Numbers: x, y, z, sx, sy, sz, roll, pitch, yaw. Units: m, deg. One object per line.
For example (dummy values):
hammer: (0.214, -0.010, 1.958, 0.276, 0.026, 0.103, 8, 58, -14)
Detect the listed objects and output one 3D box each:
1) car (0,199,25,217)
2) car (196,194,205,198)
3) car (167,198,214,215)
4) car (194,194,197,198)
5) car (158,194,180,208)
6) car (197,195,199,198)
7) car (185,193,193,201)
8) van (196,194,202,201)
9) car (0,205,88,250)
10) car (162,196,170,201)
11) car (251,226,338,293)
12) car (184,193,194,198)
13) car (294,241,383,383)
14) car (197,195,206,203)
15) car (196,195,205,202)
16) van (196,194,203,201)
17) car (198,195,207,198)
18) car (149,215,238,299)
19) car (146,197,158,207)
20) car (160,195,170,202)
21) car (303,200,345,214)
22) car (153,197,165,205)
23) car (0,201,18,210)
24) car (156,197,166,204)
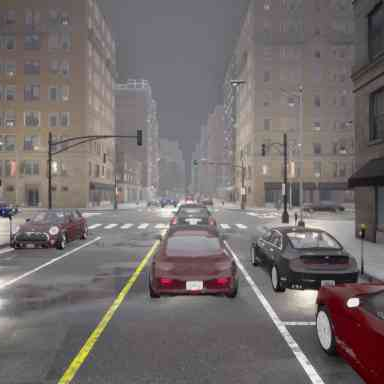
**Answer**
car: (-18.061, 1.416, 30.095, 4.902, 1.511, 2.128, 0, 0, -1)
car: (2.240, 1.595, 63.777, 1.752, 1.417, 4.829, 0, 0, -1)
car: (0.034, 1.357, 16.626, 2.097, 1.767, 4.553, 0, 0, -1)
car: (2.175, 1.399, 69.114, 2.192, 1.841, 5.009, 0, 0, -1)
car: (-3.349, 1.261, 49.250, 2.150, 2.045, 5.566, 0, 0, -1)
car: (2.312, 1.622, 58.100, 1.947, 1.339, 4.313, 0, 0, -1)
car: (-0.759, 1.383, 90.035, 2.150, 2.045, 5.566, 0, 0, -1)
van: (1.899, 1.504, 91.141, 1.690, 1.788, 3.998, 0, 0, -1)
car: (-5.893, 1.445, 14.129, 1.967, 1.590, 4.097, 0, 0, 0)
car: (-6.558, 1.721, 85.536, 1.802, 1.307, 4.206, 0, 0, -1)
car: (2.649, 1.553, 8.667, 2.008, 1.369, 4.403, 0, 0, 0)
car: (-0.625, 1.342, 79.317, 2.150, 2.045, 5.566, 0, 0, -1)
car: (2.666, 1.545, 3.176, 1.887, 1.381, 4.507, 0, 0, 0)
car: (2.105, 1.541, 74.621, 1.967, 1.590, 4.097, 0, 0, -1)
car: (2.036, 1.559, 80.126, 1.967, 1.590, 4.097, 0, 0, -1)
van: (1.968, 1.481, 85.634, 1.690, 1.788, 3.998, 0, 0, -1)
car: (2.380, 1.590, 52.593, 1.887, 1.381, 4.507, 0, 0, -1)
car: (0.009, 1.528, 8.334, 1.812, 1.442, 4.674, 0, 0, -1)
car: (-6.144, 1.595, 52.490, 2.008, 1.369, 4.403, 0, 0, -1)
car: (-6.488, 1.559, 80.029, 1.967, 1.590, 4.097, 0, 0, -1)
car: (14.598, 1.648, 37.093, 4.674, 1.442, 1.812, 0, 0, 1)
car: (-6.282, 1.613, 63.506, 1.887, 1.381, 4.507, 0, 0, -1)
car: (-17.181, 1.123, 26.855, 5.566, 2.045, 2.150, 0, 0, 0)
car: (-6.351, 1.665, 69.013, 1.802, 1.307, 4.206, 0, 0, -1)
